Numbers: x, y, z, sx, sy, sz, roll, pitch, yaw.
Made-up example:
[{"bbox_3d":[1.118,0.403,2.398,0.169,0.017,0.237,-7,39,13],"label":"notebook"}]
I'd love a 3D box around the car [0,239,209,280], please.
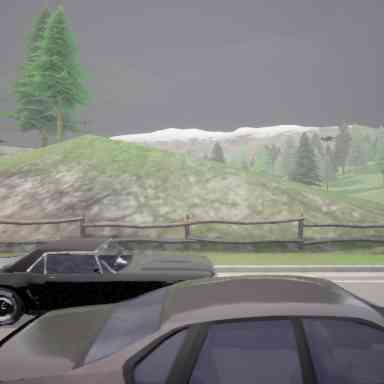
[{"bbox_3d":[-1.818,1.601,6.439,4.718,1.301,1.895,0,0,-1],"label":"car"}]

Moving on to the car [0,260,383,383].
[{"bbox_3d":[0.900,1.547,2.975,5.357,1.411,2.033,0,0,-1],"label":"car"}]
